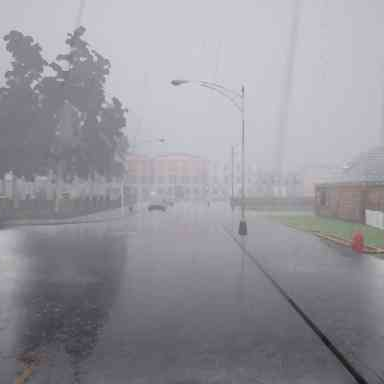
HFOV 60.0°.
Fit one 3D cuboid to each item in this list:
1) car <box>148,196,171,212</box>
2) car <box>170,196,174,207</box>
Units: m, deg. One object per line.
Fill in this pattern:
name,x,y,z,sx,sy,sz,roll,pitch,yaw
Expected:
car,-4.010,1.547,39.787,2.033,1.411,5.357,0,0,0
car,-3.941,1.352,51.579,2.097,1.767,4.553,0,0,1
